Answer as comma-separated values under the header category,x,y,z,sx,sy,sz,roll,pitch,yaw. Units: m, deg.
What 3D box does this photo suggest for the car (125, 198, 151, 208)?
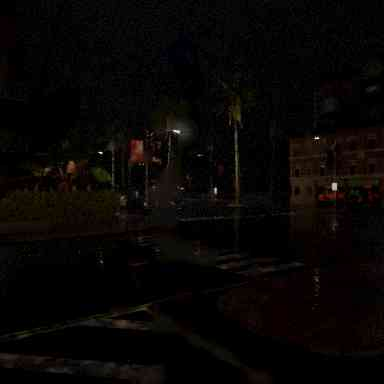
category,x,y,z,sx,sy,sz,roll,pitch,yaw
car,-7.917,1.601,48.266,1.895,1.301,4.718,0,0,-35

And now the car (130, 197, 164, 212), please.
category,x,y,z,sx,sy,sz,roll,pitch,yaw
car,-5.585,1.352,38.846,2.097,1.767,4.553,0,0,-35

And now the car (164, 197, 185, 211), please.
category,x,y,z,sx,sy,sz,roll,pitch,yaw
car,-2.748,1.352,40.902,2.097,1.767,4.553,0,0,-35

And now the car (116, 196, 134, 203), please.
category,x,y,z,sx,sy,sz,roll,pitch,yaw
car,-13.873,1.522,68.696,1.812,1.442,4.674,0,0,-39
